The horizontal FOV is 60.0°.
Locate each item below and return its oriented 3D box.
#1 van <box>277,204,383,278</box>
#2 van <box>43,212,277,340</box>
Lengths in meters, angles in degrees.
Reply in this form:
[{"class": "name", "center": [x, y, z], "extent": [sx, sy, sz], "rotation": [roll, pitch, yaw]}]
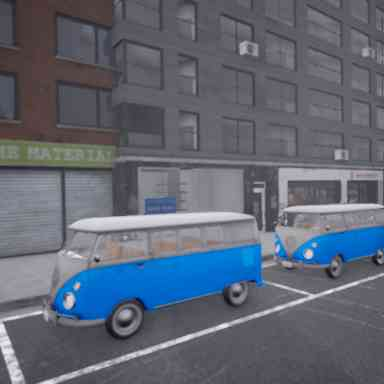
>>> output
[{"class": "van", "center": [4.059, 1.243, 9.459], "extent": [3.998, 1.788, 1.690], "rotation": [-1, 0, -36]}, {"class": "van", "center": [-0.482, 1.306, 6.208], "extent": [3.998, 1.788, 1.690], "rotation": [-1, 0, -36]}]
